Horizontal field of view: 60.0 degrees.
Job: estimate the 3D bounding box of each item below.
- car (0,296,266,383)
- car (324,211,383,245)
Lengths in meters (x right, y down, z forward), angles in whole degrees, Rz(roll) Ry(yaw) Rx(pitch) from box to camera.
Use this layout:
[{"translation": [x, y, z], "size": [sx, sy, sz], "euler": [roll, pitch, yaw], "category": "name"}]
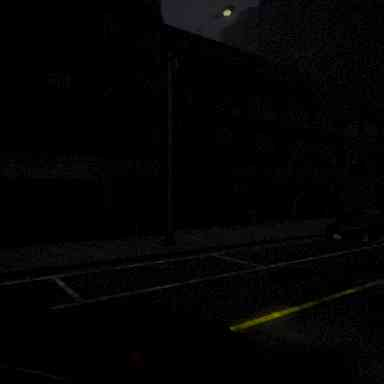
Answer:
[{"translation": [-1.632, 1.477, 2.116], "size": [5.008, 1.535, 1.882], "euler": [0, 0, -35], "category": "car"}, {"translation": [8.036, 1.565, 15.630], "size": [4.313, 1.339, 1.947], "euler": [0, 0, -36], "category": "car"}]
